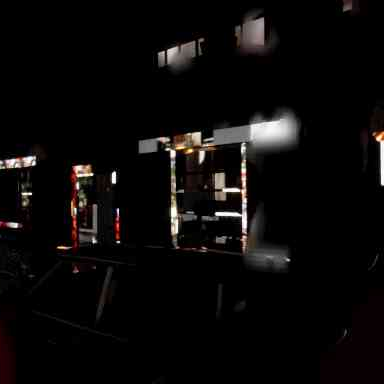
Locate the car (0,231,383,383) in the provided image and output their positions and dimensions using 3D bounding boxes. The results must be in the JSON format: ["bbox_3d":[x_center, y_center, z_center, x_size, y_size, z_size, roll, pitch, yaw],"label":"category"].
[{"bbox_3d":[-0.340,1.316,3.131,5.009,1.841,2.192,0,-1,35],"label":"car"}]
